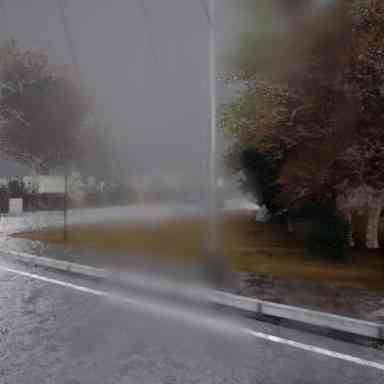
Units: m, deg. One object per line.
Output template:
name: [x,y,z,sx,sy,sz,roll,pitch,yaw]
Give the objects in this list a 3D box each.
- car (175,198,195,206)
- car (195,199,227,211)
car: [-0.624,1.682,55.118,1.895,1.301,4.718,0,0,37]
car: [2.688,1.636,41.913,1.994,1.385,4.181,0,0,37]
